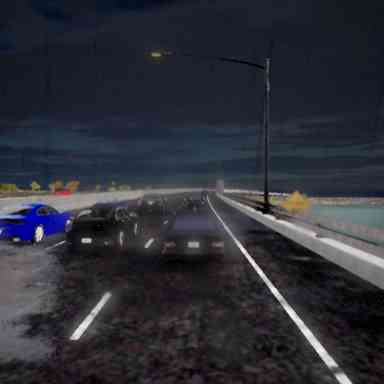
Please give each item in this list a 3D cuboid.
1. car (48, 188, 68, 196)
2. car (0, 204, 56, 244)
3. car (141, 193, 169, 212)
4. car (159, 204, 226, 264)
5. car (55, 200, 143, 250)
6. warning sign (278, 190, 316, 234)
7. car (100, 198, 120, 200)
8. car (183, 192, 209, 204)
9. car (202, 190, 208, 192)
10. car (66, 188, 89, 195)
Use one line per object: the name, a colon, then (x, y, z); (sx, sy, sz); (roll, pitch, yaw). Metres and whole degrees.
car: (-23.436, 0.270, 59.348); (2.150, 2.045, 5.566); (0, 1, 3)
car: (-6.865, 1.234, 14.373); (1.882, 1.535, 5.008); (0, 1, 1)
car: (-3.187, 0.883, 28.083); (2.097, 1.767, 4.553); (0, 1, 1)
car: (0.073, 1.358, 11.050); (2.033, 1.411, 5.357); (0, 1, 1)
car: (-3.385, 1.281, 13.229); (1.837, 1.490, 4.892); (0, 1, 1)
warning sign: (4.615, 0.865, 14.696); (1.300, 1.860, 1.060); (-1, 0, 1)
car: (-6.704, 1.142, 27.569); (1.895, 1.301, 4.718); (0, 1, 2)
car: (0.313, 1.023, 28.088); (2.128, 1.511, 4.902); (0, 1, 2)
car: (2.925, 0.319, 74.228); (1.837, 1.490, 4.892); (0, 1, 3)
car: (-19.948, 0.542, 59.261); (2.128, 1.511, 4.902); (0, 1, 3)
